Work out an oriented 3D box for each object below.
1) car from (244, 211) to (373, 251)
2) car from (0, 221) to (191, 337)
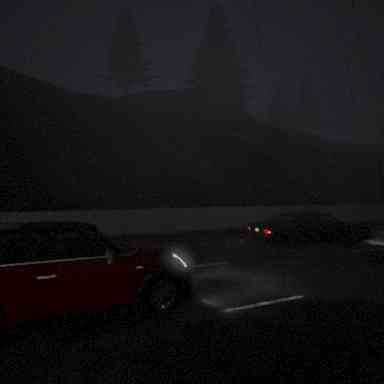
[{"bbox_3d":[4.856,1.522,13.798,5.357,1.411,2.033,0,0,-21],"label":"car"},{"bbox_3d":[-2.236,1.317,6.046,4.553,1.767,2.097,0,0,-33],"label":"car"}]
